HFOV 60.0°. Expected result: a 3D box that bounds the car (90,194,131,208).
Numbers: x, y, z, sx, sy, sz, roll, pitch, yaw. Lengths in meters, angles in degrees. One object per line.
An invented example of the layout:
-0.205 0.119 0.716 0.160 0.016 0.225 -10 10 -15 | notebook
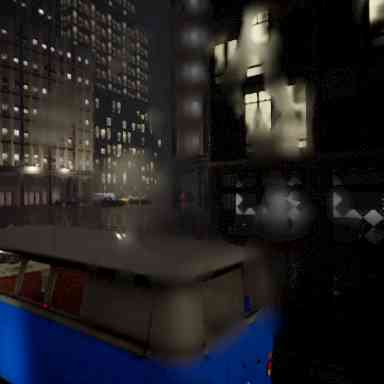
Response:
-10.141 1.254 41.077 1.887 1.381 4.507 0 0 36 | car

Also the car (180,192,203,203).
-0.151 0.895 54.723 2.192 1.841 5.009 0 0 36 | car

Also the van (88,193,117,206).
-13.596 1.119 50.544 1.690 1.788 3.998 0 0 36 | van

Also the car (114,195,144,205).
-10.363 1.261 54.958 1.752 1.417 4.829 0 0 36 | car

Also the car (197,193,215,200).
3.065 1.000 73.299 1.967 1.590 4.097 0 0 36 | car

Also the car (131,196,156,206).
-6.811 1.217 45.626 2.008 1.369 4.403 0 0 36 | car

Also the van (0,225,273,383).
-1.112 1.341 3.684 3.998 1.788 1.690 0 -1 36 | van

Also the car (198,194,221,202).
3.182 1.088 59.273 2.008 1.369 4.403 0 0 36 | car

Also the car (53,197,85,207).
-16.926 1.386 45.994 1.947 1.339 4.313 0 0 36 | car
